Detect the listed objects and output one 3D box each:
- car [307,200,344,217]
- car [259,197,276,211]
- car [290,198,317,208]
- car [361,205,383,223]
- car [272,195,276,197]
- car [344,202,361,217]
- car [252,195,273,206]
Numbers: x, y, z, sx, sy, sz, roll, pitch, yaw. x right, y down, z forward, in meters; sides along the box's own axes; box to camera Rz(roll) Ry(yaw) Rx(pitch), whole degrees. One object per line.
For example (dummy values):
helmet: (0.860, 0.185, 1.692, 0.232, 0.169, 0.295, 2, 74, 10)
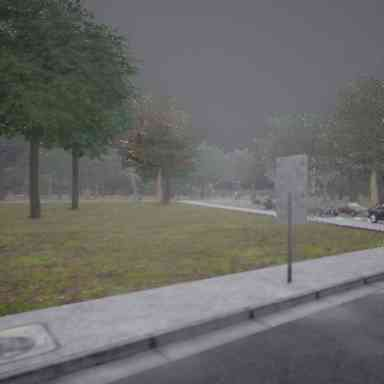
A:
car: (13.398, 1.795, 34.714, 1.994, 1.385, 4.181, 1, 0, -12)
car: (11.234, 1.776, 44.740, 1.837, 1.490, 4.892, 1, 0, -12)
car: (18.809, 1.895, 56.459, 2.128, 1.511, 4.902, 1, 0, -12)
car: (15.480, 1.696, 25.089, 1.837, 1.490, 4.892, 1, 0, -12)
car: (16.616, 1.625, 66.369, 2.150, 2.045, 5.566, 1, 0, -12)
car: (16.645, 1.788, 35.055, 1.812, 1.442, 4.674, 1, 0, -12)
car: (13.444, 1.890, 65.650, 2.128, 1.511, 4.902, 1, 0, -12)
